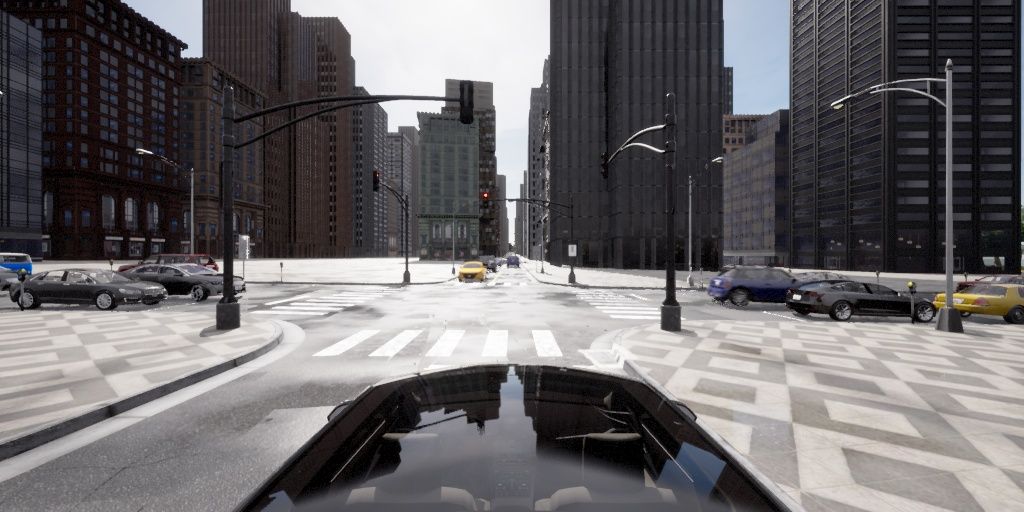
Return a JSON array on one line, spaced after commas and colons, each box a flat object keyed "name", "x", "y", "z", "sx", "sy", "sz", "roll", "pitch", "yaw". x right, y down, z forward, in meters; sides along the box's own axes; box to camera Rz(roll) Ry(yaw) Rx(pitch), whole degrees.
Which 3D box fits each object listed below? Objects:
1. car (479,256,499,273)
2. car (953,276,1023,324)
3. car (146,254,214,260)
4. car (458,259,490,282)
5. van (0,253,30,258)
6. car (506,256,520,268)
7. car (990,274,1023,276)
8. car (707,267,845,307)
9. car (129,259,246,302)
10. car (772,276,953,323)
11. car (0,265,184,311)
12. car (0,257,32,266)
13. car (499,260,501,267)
[{"name": "car", "x": -3.027, "y": 0.971, "z": 43.401, "sx": 2.150, "sy": 2.045, "sz": 5.566, "roll": 0, "pitch": 0, "yaw": 0}, {"name": "car", "x": 17.957, "y": 1.571, "z": 12.649, "sx": 4.829, "sy": 1.417, "sz": 1.751, "roll": 0, "pitch": 0, "yaw": 0}, {"name": "car", "x": -20.195, "y": 0.799, "z": 21.150, "sx": 5.009, "sy": 1.841, "sz": 2.192, "roll": 0, "pitch": 0, "yaw": 0}, {"name": "car", "x": -3.118, "y": 1.228, "z": 28.963, "sx": 1.882, "sy": 1.535, "sz": 5.008, "roll": 0, "pitch": 0, "yaw": 1}, {"name": "van", "x": -31.114, "y": 0.680, "z": 21.170, "sx": 3.998, "sy": 1.789, "sz": 1.690, "roll": 0, "pitch": 0, "yaw": 0}, {"name": "car", "x": 0.199, "y": 0.974, "z": 62.675, "sx": 2.150, "sy": 2.045, "sz": 5.566, "roll": 0, "pitch": 0, "yaw": 0}, {"name": "car", "x": 29.098, "y": 1.766, "z": 21.154, "sx": 4.507, "sy": 1.381, "sz": 1.888, "roll": 0, "pitch": 0, "yaw": 0}, {"name": "car", "x": 11.375, "y": 1.297, "z": 15.924, "sx": 4.553, "sy": 1.767, "sz": 2.097, "roll": 1, "pitch": 0, "yaw": 8}, {"name": "car", "x": -14.134, "y": 1.065, "z": 15.358, "sx": 4.902, "sy": 1.511, "sz": 2.128, "roll": 1, "pitch": 0, "yaw": 1}, {"name": "car", "x": 12.145, "y": 1.524, "z": 12.660, "sx": 4.313, "sy": 1.339, "sz": 1.948, "roll": 0, "pitch": 0, "yaw": 0}, {"name": "car", "x": -14.763, "y": 1.116, "z": 12.614, "sx": 4.403, "sy": 1.370, "sz": 2.007, "roll": 0, "pitch": 0, "yaw": 0}, {"name": "car", "x": -23.549, "y": 0.935, "z": 15.388, "sx": 4.902, "sy": 1.511, "sz": 2.128, "roll": 1, "pitch": 0, "yaw": 0}, {"name": "car", "x": -2.923, "y": 1.278, "z": 64.745, "sx": 1.812, "sy": 1.442, "sz": 4.674, "roll": 0, "pitch": 0, "yaw": 1}]
